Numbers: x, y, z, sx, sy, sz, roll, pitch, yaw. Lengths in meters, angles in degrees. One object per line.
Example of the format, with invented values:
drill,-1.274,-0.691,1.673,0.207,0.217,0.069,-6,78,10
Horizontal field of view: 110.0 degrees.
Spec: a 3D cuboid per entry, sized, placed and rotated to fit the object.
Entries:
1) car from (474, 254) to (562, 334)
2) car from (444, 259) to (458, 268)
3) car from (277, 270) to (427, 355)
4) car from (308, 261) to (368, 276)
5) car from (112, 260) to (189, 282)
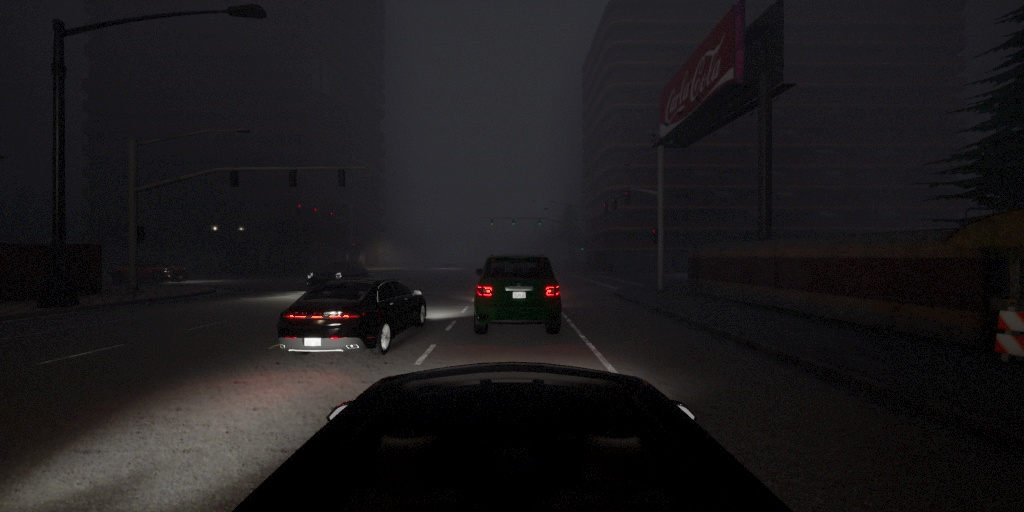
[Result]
car,0.087,0.971,10.739,2.150,2.045,5.566,0,0,-2
car,-10.516,1.275,62.253,1.812,1.442,4.674,0,0,0
car,-3.446,1.255,8.682,1.837,1.490,4.892,0,0,1
car,-10.506,1.101,21.949,2.097,1.767,4.553,0,0,0
car,-28.198,1.103,28.082,4.553,1.767,2.097,0,0,0
